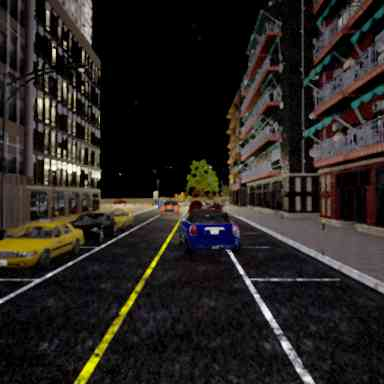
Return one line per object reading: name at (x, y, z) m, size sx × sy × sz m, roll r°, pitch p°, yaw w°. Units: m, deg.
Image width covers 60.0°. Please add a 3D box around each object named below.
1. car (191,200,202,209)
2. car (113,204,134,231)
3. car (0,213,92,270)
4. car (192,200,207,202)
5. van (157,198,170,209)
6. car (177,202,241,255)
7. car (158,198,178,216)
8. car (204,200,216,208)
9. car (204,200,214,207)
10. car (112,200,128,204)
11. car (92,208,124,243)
car at (0.732, 2.149, 58.065) m, size 1.812 × 1.442 × 4.674 m, roll 0°, pitch 0°, yaw 1°
car at (-5.074, 1.767, 22.594) m, size 1.752 × 1.417 × 4.829 m, roll 0°, pitch -1°, yaw 1°
car at (-5.196, 1.648, 11.529) m, size 1.752 × 1.417 × 4.829 m, roll 0°, pitch -1°, yaw 1°
car at (0.542, 1.918, 40.858) m, size 1.882 × 1.535 × 5.008 m, roll 0°, pitch -1°, yaw 1°
van at (-4.733, 1.939, 55.959) m, size 1.690 × 1.788 × 3.998 m, roll 0°, pitch -1°, yaw 1°
car at (0.636, 1.507, 14.298) m, size 2.097 × 1.767 × 4.553 m, roll 0°, pitch -1°, yaw -5°
car at (-2.429, 1.761, 38.095) m, size 2.097 × 1.767 × 4.553 m, roll 0°, pitch -1°, yaw 1°
car at (3.335, 2.211, 61.341) m, size 2.008 × 1.369 × 4.403 m, roll 0°, pitch -1°, yaw 1°
car at (3.455, 2.289, 69.269) m, size 1.887 × 1.381 × 4.507 m, roll 0°, pitch -1°, yaw 1°
car at (-19.597, 2.778, 90.329) m, size 4.206 × 1.307 × 1.802 m, roll -1°, pitch 0°, yaw 0°
car at (-5.134, 1.750, 17.231) m, size 1.947 × 1.339 × 4.313 m, roll 0°, pitch -1°, yaw 1°
